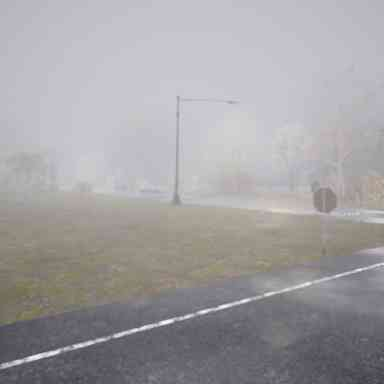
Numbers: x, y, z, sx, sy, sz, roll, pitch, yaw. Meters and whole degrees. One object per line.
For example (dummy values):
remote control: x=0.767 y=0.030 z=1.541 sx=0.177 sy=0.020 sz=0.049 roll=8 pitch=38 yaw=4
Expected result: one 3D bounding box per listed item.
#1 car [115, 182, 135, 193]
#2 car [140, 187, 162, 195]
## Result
car: x=-12.790 y=-0.938 z=63.358 sx=2.150 sy=2.045 sz=5.566 roll=0 pitch=2 yaw=-36
car: x=-6.963 y=-0.235 z=55.242 sx=1.895 sy=1.301 sz=4.718 roll=0 pitch=2 yaw=-36
